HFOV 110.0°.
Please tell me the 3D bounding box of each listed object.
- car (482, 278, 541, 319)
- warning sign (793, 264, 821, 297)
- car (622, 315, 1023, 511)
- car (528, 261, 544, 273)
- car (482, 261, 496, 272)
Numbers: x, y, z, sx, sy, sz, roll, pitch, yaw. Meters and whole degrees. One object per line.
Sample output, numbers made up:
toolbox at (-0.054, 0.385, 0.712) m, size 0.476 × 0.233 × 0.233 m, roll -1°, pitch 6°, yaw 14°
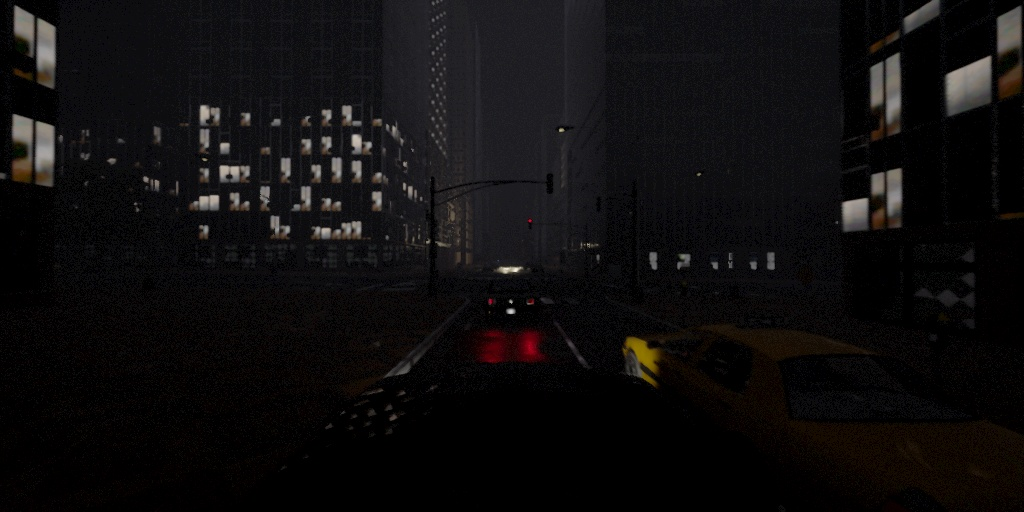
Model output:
car at (-0.070, 1.483, 13.479) m, size 1.895 × 1.301 × 4.718 m, roll 0°, pitch -1°, yaw -1°
warning sign at (17.269, 1.421, 21.044) m, size 1.060 × 1.860 × 1.300 m, roll 0°, pitch 0°, yaw -3°
car at (2.566, 1.298, 3.903) m, size 1.751 × 1.417 × 4.829 m, roll 0°, pitch 0°, yaw 0°
car at (3.889, 1.926, 54.833) m, size 1.948 × 1.339 × 4.313 m, roll 0°, pitch 0°, yaw 0°
car at (-4.069, 2.001, 60.318) m, size 1.802 × 1.307 × 4.207 m, roll 0°, pitch 0°, yaw 0°
